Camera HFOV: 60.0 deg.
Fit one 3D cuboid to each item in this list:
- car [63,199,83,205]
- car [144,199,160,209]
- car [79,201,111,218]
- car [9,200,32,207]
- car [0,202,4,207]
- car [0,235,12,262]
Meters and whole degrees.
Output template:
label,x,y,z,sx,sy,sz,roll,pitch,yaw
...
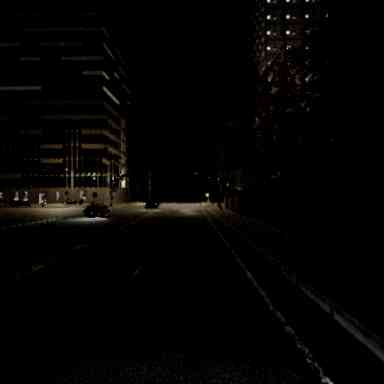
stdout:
label,x,y,z,sx,sy,sz,roll,pitch,yaw
car,-25.551,2.184,71.726,4.313,1.339,1.947,0,0,2
car,-6.511,1.903,54.547,2.097,1.767,4.553,0,-1,0
car,-9.852,1.907,34.651,1.994,1.385,4.181,0,-1,0
car,-32.876,2.214,63.859,4.206,1.307,1.802,0,0,2
car,-38.425,2.202,64.031,4.206,1.307,1.802,0,0,2
car,-6.602,1.628,8.164,2.033,1.411,5.357,0,-1,0
